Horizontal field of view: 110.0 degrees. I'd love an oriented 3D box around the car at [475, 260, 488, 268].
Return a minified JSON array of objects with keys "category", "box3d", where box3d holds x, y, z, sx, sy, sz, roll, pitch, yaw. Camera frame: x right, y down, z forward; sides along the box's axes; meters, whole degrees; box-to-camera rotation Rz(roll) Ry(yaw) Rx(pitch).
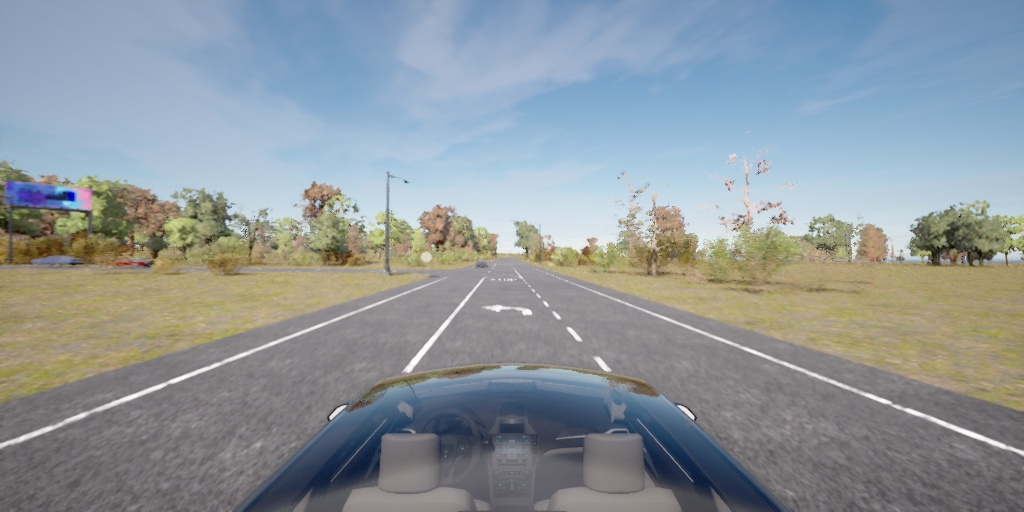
[{"category":"car","box3d":[-4.981,1.333,59.398,1.994,1.385,4.181,0,0,-2]}]
